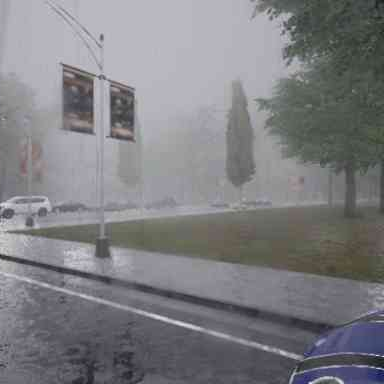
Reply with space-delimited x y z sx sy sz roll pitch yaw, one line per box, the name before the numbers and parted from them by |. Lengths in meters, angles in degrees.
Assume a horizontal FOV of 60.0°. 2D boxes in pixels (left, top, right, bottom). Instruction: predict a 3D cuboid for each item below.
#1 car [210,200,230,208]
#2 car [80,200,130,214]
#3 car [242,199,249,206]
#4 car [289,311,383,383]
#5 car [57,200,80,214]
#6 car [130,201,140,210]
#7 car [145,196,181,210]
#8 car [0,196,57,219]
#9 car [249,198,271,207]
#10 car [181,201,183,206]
car | 4.814 1.998 56.820 1.994 1.385 4.181 0 -1 34
car | -10.571 1.844 40.893 2.033 1.411 5.357 0 0 35
car | 10.670 2.021 65.177 2.128 1.511 4.902 0 -1 35
car | 2.784 1.347 1.703 4.553 1.767 2.097 0 0 35
car | -15.229 1.768 39.910 1.882 1.535 5.008 0 0 35
car | -9.536 1.910 48.021 1.994 1.385 4.181 0 0 35
car | -4.571 1.581 49.438 2.150 2.045 5.566 0 -1 36
car | -16.546 1.465 32.385 2.150 2.045 5.566 0 0 34
car | 13.371 1.870 63.372 2.097 1.767 4.553 0 -1 35
car | -3.579 1.909 56.457 2.128 1.511 4.902 0 -1 36
